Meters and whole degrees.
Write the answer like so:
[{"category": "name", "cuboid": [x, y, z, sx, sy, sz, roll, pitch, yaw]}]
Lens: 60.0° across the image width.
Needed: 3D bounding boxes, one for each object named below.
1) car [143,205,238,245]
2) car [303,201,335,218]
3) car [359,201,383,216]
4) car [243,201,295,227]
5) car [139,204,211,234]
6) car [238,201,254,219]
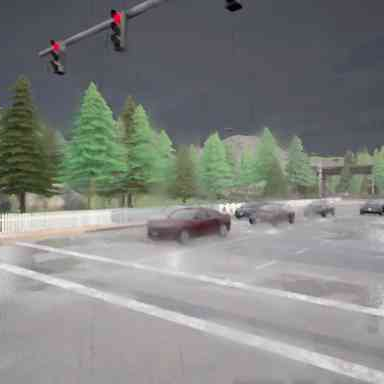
[{"category": "car", "cuboid": [-0.031, 1.496, 16.025, 1.882, 1.535, 5.008, 0, 0, 38]}, {"category": "car", "cuboid": [12.082, 1.561, 31.378, 1.812, 1.442, 4.674, 0, 0, 38]}, {"category": "car", "cuboid": [18.105, 1.601, 33.144, 1.994, 1.385, 4.181, 0, 0, 38]}, {"category": "car", "cuboid": [5.705, 1.552, 23.309, 1.812, 1.442, 4.674, 0, 0, 38]}, {"category": "car", "cuboid": [-0.932, 1.549, 20.514, 1.812, 1.442, 4.674, 0, 0, 38]}, {"category": "car", "cuboid": [5.437, 1.537, 28.638, 1.837, 1.490, 4.892, 0, 0, 38]}]
